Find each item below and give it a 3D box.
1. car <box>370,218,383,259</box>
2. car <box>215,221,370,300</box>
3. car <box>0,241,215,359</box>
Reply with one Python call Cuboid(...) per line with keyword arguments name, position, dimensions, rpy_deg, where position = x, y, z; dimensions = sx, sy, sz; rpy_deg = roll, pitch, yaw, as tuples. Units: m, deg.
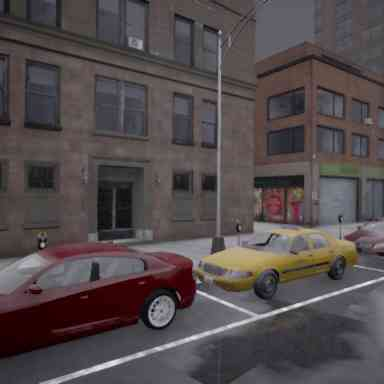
Cuboid(name="car", position=(6.921, 1.583, 11.693), dimensions=(4.206, 1.307, 1.802), rpy_deg=(0, 1, -35))
Cuboid(name="car", position=(2.310, 1.525, 8.403), dimensions=(4.829, 1.417, 1.752), rpy_deg=(0, 1, -35))
Cuboid(name="car", position=(-2.023, 1.543, 5.313), dimensions=(4.507, 1.381, 1.887), rpy_deg=(0, 1, -35))
